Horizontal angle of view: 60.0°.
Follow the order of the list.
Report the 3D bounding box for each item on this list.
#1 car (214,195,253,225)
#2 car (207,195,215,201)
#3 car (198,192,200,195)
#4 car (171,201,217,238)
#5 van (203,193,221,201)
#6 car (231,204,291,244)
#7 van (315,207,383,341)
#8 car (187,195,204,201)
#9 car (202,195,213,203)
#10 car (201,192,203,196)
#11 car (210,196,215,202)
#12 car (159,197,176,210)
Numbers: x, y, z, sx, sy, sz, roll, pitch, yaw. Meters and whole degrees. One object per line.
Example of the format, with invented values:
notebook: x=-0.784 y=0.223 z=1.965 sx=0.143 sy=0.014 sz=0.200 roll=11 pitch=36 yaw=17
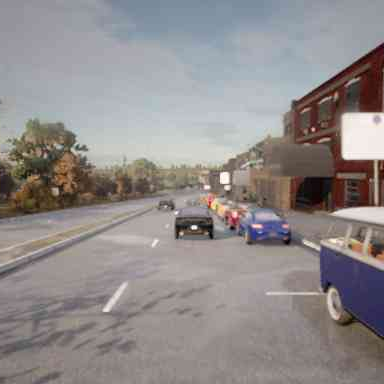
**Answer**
car: x=3.224 y=1.331 z=26.642 sx=2.185 sy=1.767 sz=4.553 roll=0 pitch=0 yaw=0
car: x=3.224 y=1.447 z=37.719 sx=2.097 sy=1.535 sz=5.008 roll=0 pitch=0 yaw=0
car: x=3.222 y=1.401 z=87.510 sx=1.946 sy=1.575 sz=5.366 roll=0 pitch=0 yaw=0
car: x=0.100 y=1.462 z=17.640 sx=1.882 sy=1.535 sz=5.008 roll=0 pitch=0 yaw=0
van: x=3.224 y=1.207 z=54.415 sx=1.878 sy=1.987 sz=4.442 roll=0 pitch=0 yaw=0
car: x=3.225 y=1.507 z=15.495 sx=2.002 sy=1.452 sz=4.674 roll=0 pitch=0 yaw=0
van: x=3.225 y=1.250 z=4.564 sx=1.878 sy=1.987 sz=4.442 roll=0 pitch=0 yaw=0
car: x=0.098 y=1.510 z=43.119 sx=2.033 sy=1.411 sz=5.357 roll=0 pitch=0 yaw=0
car: x=3.224 y=1.459 z=70.747 sx=2.002 sy=1.452 sz=4.674 roll=0 pitch=0 yaw=0
car: x=3.224 y=1.303 z=59.793 sx=2.185 sy=1.767 sz=4.553 roll=0 pitch=0 yaw=0
car: x=3.225 y=1.453 z=32.193 sx=2.231 sy=1.521 sz=4.892 roll=0 pitch=0 yaw=0
car: x=-3.153 y=1.468 z=42.344 sx=1.837 sy=1.490 sz=4.892 roll=0 pitch=0 yaw=0
